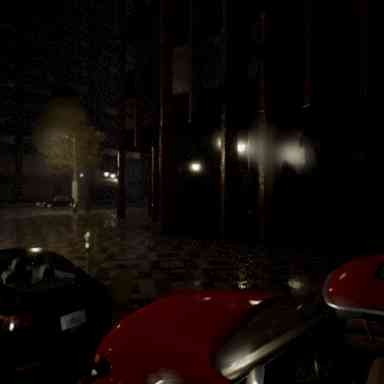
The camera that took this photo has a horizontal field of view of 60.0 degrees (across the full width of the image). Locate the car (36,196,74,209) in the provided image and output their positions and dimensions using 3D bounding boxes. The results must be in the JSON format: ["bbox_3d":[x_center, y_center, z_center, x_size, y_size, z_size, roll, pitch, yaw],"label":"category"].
[{"bbox_3d":[-17.210,1.284,42.196,1.837,1.490,4.892,1,1,35],"label":"car"}]

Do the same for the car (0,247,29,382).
[{"bbox_3d":[-3.103,1.544,5.151,4.313,1.339,1.947,0,0,35],"label":"car"}]

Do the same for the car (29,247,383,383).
[{"bbox_3d":[1.501,1.316,1.897,5.009,1.841,2.192,0,0,35],"label":"car"}]
